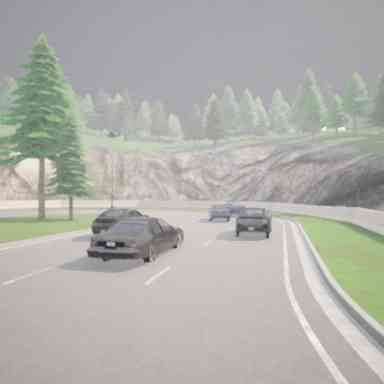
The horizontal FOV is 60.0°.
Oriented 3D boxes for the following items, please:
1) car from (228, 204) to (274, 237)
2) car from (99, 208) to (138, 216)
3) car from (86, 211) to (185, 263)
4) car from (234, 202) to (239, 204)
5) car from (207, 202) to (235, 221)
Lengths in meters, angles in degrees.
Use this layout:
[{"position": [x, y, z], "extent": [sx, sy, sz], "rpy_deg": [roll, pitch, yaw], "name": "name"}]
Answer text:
[{"position": [3.643, 1.675, 19.261], "extent": [2.128, 1.511, 4.902], "rpy_deg": [0, -1, 15], "name": "car"}, {"position": [-3.752, 1.672, 18.596], "extent": [1.837, 1.490, 4.892], "rpy_deg": [0, 0, 15], "name": "car"}, {"position": [-1.830, 1.661, 12.548], "extent": [2.033, 1.411, 5.357], "rpy_deg": [0, -1, 15], "name": "car"}, {"position": [4.253, 1.872, 36.935], "extent": [1.812, 1.442, 4.674], "rpy_deg": [1, -1, -22], "name": "car"}, {"position": [2.425, 1.833, 30.561], "extent": [2.033, 1.411, 5.357], "rpy_deg": [0, -1, 1], "name": "car"}]
